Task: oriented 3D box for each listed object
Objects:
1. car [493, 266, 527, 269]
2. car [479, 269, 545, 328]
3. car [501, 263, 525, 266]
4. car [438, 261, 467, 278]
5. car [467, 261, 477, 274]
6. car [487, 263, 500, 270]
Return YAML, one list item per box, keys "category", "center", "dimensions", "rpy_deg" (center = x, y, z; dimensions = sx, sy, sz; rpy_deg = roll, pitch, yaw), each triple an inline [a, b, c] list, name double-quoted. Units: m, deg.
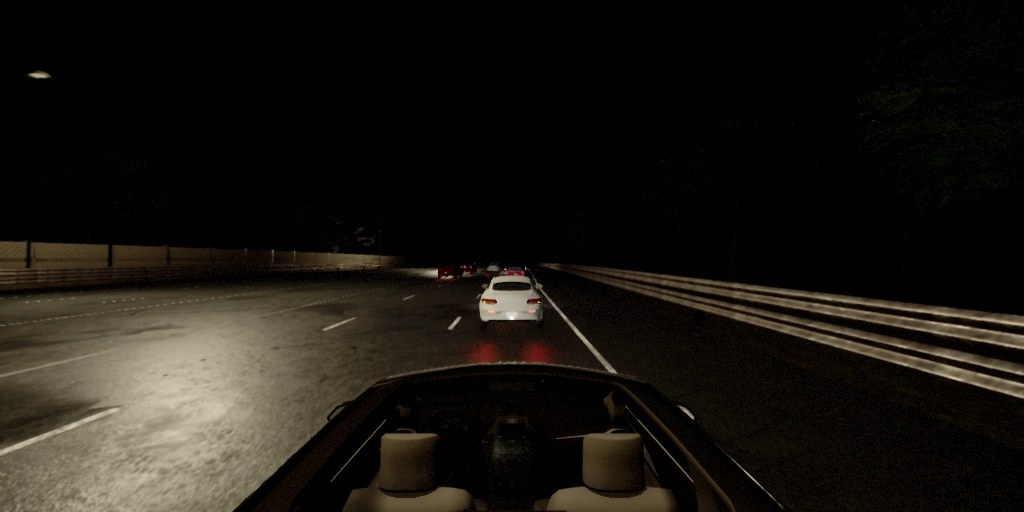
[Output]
- category: "car"
  center: [0.076, 1.447, 20.843]
  dimensions: [1.895, 1.301, 4.718]
  rpy_deg: [0, 0, 1]
- category: "car"
  center: [0.002, 1.329, 11.473]
  dimensions: [1.812, 1.442, 4.674]
  rpy_deg: [0, 0, 0]
- category: "car"
  center: [0.303, 1.475, 30.137]
  dimensions: [1.994, 1.385, 4.181]
  rpy_deg: [0, 0, 2]
- category: "car"
  center: [-6.359, 1.498, 37.393]
  dimensions: [1.882, 1.535, 5.008]
  rpy_deg: [0, -1, 2]
- category: "car"
  center: [-5.976, 1.497, 48.114]
  dimensions: [2.097, 1.767, 4.553]
  rpy_deg: [0, -1, 2]
- category: "car"
  center: [-2.399, 1.689, 50.039]
  dimensions: [1.812, 1.442, 4.674]
  rpy_deg: [0, -1, 2]
